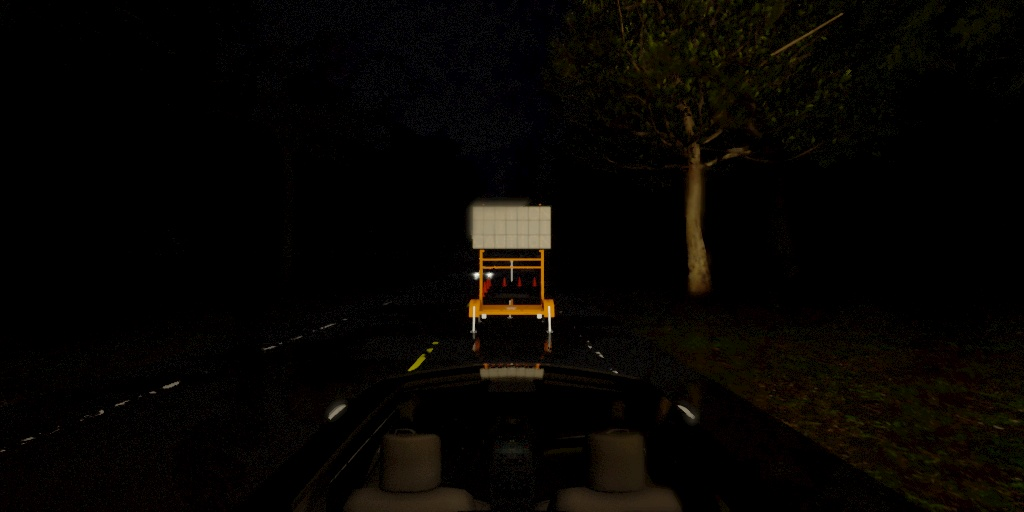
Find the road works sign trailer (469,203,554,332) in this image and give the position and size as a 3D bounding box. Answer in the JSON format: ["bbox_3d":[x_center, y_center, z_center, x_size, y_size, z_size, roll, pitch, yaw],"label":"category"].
[{"bbox_3d":[-0.007,0.217,10.804,2.380,3.560,2.880,0,0,0],"label":"road works sign trailer"}]

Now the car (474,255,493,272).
[{"bbox_3d":[-3.538,0.954,45.330,2.150,2.045,5.566,0,0,0],"label":"car"}]
